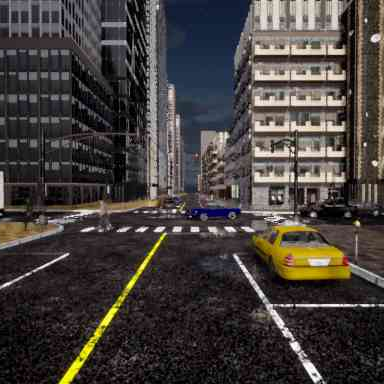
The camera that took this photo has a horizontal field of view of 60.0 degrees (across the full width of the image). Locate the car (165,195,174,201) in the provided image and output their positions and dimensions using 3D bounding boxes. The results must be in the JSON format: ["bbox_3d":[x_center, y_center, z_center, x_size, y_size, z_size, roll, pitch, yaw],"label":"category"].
[{"bbox_3d":[-5.551,1.549,81.421,1.887,1.381,4.507,-1,0,0],"label":"car"}]

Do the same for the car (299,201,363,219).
[{"bbox_3d":[12.257,1.567,30.054,5.008,1.535,1.882,0,1,0],"label":"car"}]

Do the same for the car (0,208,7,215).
[{"bbox_3d":[-18.278,1.429,27.387,5.357,1.411,2.033,0,1,1],"label":"car"}]

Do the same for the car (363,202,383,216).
[{"bbox_3d":[16.375,1.631,32.632,4.403,1.369,2.008,0,0,1],"label":"car"}]

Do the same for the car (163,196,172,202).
[{"bbox_3d":[-5.561,1.585,75.767,1.802,1.307,4.206,-1,0,0],"label":"car"}]

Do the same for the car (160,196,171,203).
[{"bbox_3d":[-5.572,1.547,70.112,1.887,1.381,4.507,-1,0,0],"label":"car"}]

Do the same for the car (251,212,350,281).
[{"bbox_3d":[2.825,1.525,9.694,1.752,1.417,4.829,-1,0,0],"label":"car"}]

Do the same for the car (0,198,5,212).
[{"bbox_3d":[-21.600,1.284,33.200,4.829,1.417,1.752,0,0,1],"label":"car"}]

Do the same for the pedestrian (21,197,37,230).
[{"bbox_3d":[-8.750,1.142,17.869,0.375,1.860,0.375,-1,1,0],"label":"pedestrian"}]

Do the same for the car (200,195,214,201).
[{"bbox_3d":[2.776,1.552,53.134,2.008,1.369,4.403,-1,0,0],"label":"car"}]

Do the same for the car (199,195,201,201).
[{"bbox_3d":[2.838,1.445,87.061,1.967,1.590,4.097,-1,0,0],"label":"car"}]

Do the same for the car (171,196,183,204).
[{"bbox_3d":[-2.915,1.550,65.993,2.033,1.411,5.357,0,0,0],"label":"car"}]

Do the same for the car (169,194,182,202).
[{"bbox_3d":[-2.984,1.527,55.608,1.812,1.442,4.674,0,0,0],"label":"car"}]

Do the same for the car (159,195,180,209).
[{"bbox_3d":[-3.005,1.505,45.861,1.837,1.490,4.892,0,0,0],"label":"car"}]

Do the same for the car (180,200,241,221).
[{"bbox_3d":[1.683,1.600,27.210,4.718,1.301,1.895,0,0,-35],"label":"car"}]

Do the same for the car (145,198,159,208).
[{"bbox_3d":[-5.615,1.526,47.325,1.752,1.417,4.829,-1,0,0],"label":"car"}]

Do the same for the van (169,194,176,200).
[{"bbox_3d":[-5.533,1.347,92.731,1.690,1.788,3.998,-1,0,0],"label":"van"}]

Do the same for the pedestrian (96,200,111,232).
[{"bbox_3d":[-4.899,1.294,18.404,0.375,1.860,0.375,-1,1,0],"label":"pedestrian"}]

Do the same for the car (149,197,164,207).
[{"bbox_3d":[-5.603,1.567,53.149,1.947,1.339,4.313,-1,0,0],"label":"car"}]

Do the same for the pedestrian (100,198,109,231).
[{"bbox_3d":[-5.030,1.293,19.062,0.375,1.860,0.375,-1,1,0],"label":"pedestrian"}]
